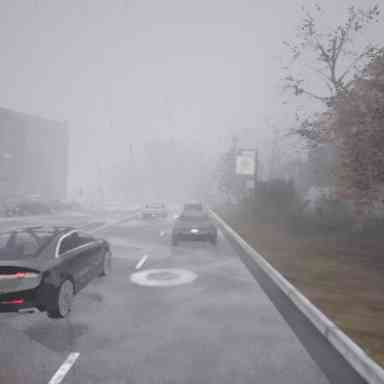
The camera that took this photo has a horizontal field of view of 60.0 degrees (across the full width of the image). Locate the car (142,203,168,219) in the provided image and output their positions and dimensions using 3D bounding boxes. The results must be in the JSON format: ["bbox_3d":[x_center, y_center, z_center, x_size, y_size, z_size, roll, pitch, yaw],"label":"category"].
[{"bbox_3d":[-3.147,1.629,29.403,1.895,1.301,4.718,0,0,0],"label":"car"}]

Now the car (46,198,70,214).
[{"bbox_3d":[-15.564,1.525,36.226,2.163,1.488,4.792,0,0,0],"label":"car"}]

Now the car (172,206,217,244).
[{"bbox_3d":[0.101,1.579,15.780,1.994,1.385,4.181,0,0,0],"label":"car"}]

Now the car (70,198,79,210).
[{"bbox_3d":[-15.594,1.542,41.723,2.002,1.452,4.674,-2,0,0],"label":"car"}]

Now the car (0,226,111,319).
[{"bbox_3d":[-3.149,1.499,7.340,2.128,1.511,4.902,0,0,0],"label":"car"}]

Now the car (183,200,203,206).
[{"bbox_3d":[0.102,1.510,33.563,1.882,1.535,5.008,0,0,0],"label":"car"}]

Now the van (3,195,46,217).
[{"bbox_3d":[-15.549,1.263,30.615,1.878,1.987,4.442,0,0,0],"label":"van"}]
